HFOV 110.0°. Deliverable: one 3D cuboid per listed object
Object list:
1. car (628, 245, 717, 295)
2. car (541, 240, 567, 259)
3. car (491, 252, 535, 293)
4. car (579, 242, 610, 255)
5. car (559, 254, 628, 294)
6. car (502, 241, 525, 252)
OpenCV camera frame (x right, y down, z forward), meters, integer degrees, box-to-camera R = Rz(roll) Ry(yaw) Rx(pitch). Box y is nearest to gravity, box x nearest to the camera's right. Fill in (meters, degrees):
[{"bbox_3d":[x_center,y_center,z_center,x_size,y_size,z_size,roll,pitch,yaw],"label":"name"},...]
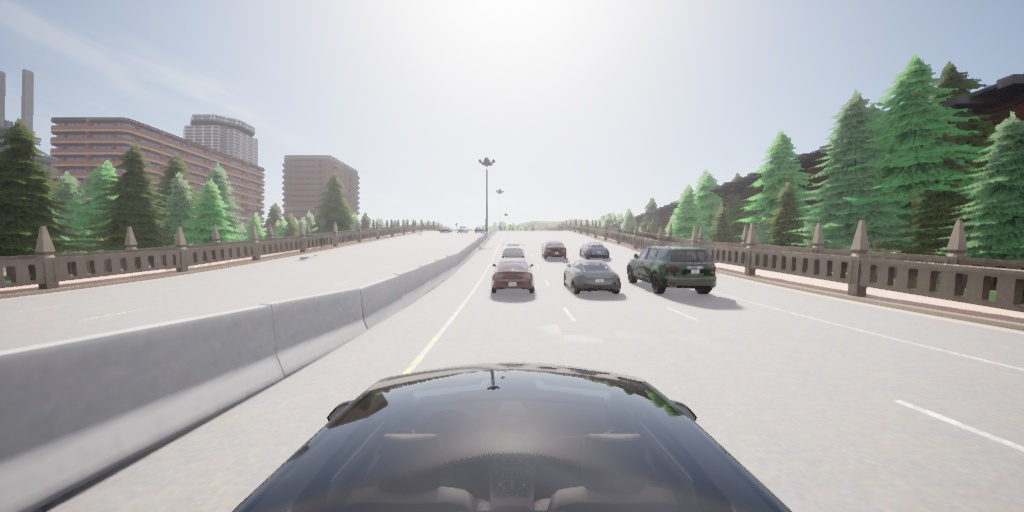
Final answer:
[{"bbox_3d":[7.042,0.512,16.434,2.150,2.045,5.566,0,4,0],"label":"car"},{"bbox_3d":[3.624,-0.645,31.282,1.882,1.535,5.008,0,6,0],"label":"car"},{"bbox_3d":[0.041,0.794,16.456,1.812,1.442,4.674,0,4,0],"label":"car"},{"bbox_3d":[7.122,-0.558,31.274,1.994,1.385,4.181,0,6,0],"label":"car"},{"bbox_3d":[3.541,0.834,16.439,1.994,1.385,4.181,0,4,0],"label":"car"},{"bbox_3d":[0.124,-0.598,31.308,1.812,1.442,4.674,0,6,0],"label":"car"}]
